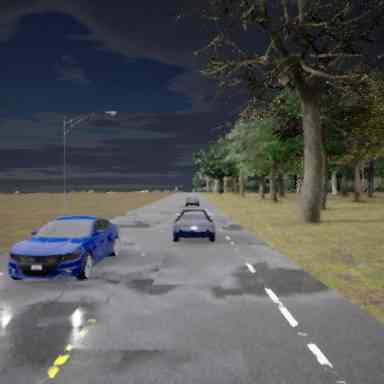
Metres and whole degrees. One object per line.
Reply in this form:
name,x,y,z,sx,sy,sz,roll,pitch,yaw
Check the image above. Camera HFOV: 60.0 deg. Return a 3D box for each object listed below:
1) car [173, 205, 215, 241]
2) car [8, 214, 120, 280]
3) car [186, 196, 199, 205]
car,0.098,1.552,16.702,1.994,1.385,4.181,0,0,0
car,-3.556,1.477,10.133,1.882,1.535,5.008,0,0,0
car,0.089,1.326,50.239,1.994,1.385,4.181,0,1,0
